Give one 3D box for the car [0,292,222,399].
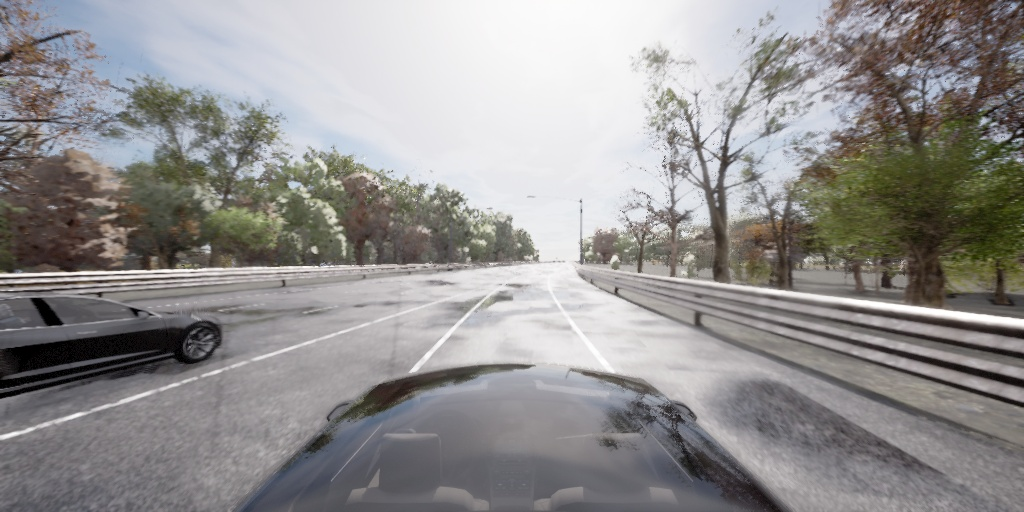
[{"bbox_3d":[-7.055,1.240,5.314,2.163,1.488,4.792,0,-1,9],"label":"car"}]
